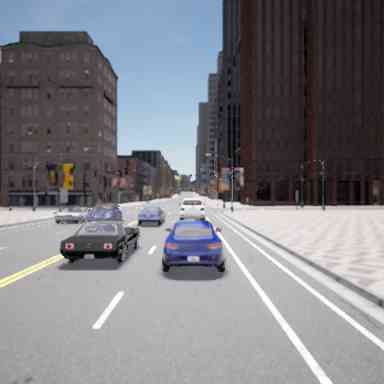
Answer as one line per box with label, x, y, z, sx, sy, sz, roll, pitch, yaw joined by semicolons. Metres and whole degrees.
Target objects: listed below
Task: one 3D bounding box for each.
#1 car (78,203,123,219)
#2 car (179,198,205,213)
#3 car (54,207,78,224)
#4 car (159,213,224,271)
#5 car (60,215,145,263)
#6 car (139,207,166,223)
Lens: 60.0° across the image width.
car;-6.663;1.672;25.253;2.097;1.767;4.553;0;-1;0
car;0.018;1.594;29.441;2.150;2.045;5.566;0;-1;-1
car;-9.919;1.961;28.136;1.895;1.301;4.718;0;-1;0
car;0.046;1.666;11.301;1.812;1.442;4.674;0;0;0
car;-3.203;1.758;12.622;1.895;1.301;4.718;0;-1;0
car;-3.239;1.894;27.240;2.033;1.411;5.357;0;-1;0
